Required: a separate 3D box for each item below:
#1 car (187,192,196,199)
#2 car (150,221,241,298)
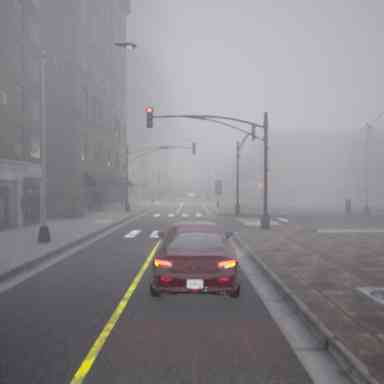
[{"bbox_3d":[-0.071,0.755,76.158,1.812,1.442,4.674,0,1,0],"label":"car"},{"bbox_3d":[0.084,1.437,8.185,1.812,1.442,4.674,0,1,1],"label":"car"}]
